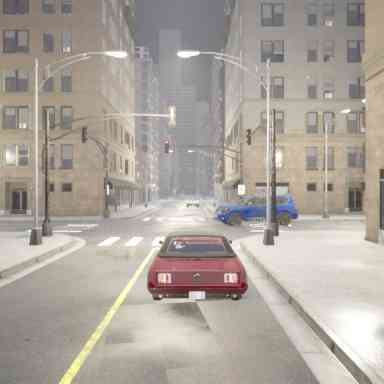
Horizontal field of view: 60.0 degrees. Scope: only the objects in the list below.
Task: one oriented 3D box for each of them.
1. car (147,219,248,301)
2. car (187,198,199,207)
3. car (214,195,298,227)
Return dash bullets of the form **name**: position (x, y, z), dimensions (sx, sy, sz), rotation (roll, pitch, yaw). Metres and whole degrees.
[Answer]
- **car**: position (0.090, 1.601, 8.304), dimensions (1.895, 1.301, 4.718), rotation (0, 0, 0)
- **car**: position (0.144, 1.593, 51.960), dimensions (1.895, 1.301, 4.718), rotation (0, 0, 0)
- **car**: position (4.272, 1.210, 22.260), dimensions (5.566, 2.045, 2.150), rotation (0, 0, -10)
